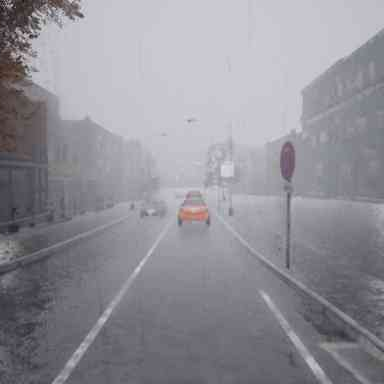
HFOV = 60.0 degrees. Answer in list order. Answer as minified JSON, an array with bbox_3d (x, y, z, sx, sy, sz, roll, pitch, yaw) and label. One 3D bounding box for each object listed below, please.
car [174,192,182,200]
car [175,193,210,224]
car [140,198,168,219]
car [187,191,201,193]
[{"bbox_3d":[-2.656,0.816,68.785,1.837,1.490,4.892,0,1,0],"label":"car"},{"bbox_3d":[0.149,1.207,23.478,2.097,1.767,4.553,0,1,0],"label":"car"},{"bbox_3d":[-3.062,1.303,27.356,2.128,1.511,4.902,0,1,0],"label":"car"},{"bbox_3d":[0.256,0.859,42.718,2.150,2.045,5.566,0,1,0],"label":"car"}]
